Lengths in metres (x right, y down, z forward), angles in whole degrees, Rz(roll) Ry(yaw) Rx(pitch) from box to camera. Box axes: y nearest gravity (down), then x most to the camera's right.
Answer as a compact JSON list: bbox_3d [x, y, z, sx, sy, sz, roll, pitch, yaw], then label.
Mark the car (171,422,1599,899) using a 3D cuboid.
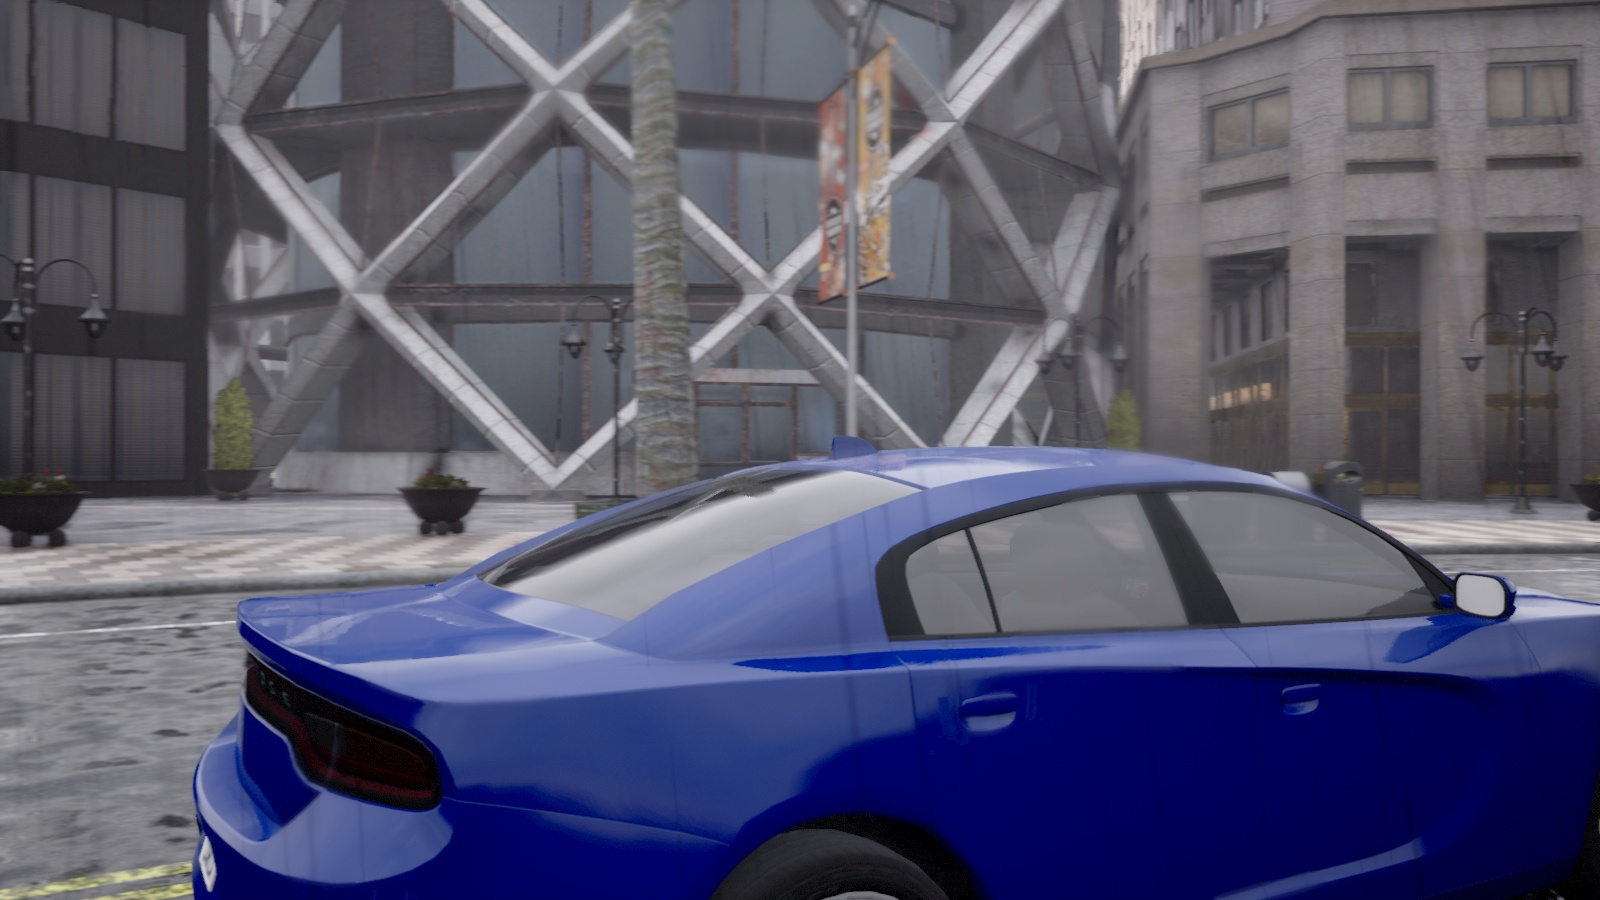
[{"bbox_3d":[0.863,0.726,3.977,5.008,1.535,1.882,0,0,-30],"label":"car"}]
